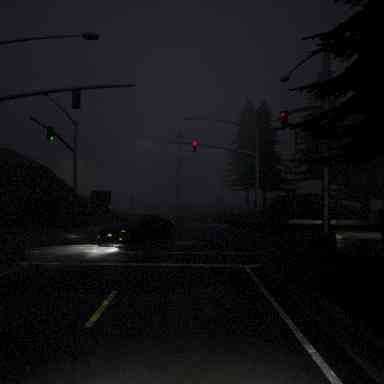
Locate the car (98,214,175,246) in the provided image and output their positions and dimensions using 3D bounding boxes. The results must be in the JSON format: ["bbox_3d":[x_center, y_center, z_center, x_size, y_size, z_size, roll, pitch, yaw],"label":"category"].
[{"bbox_3d":[-2.675,1.807,16.840,1.994,1.385,4.181,-1,-1,34],"label":"car"}]
